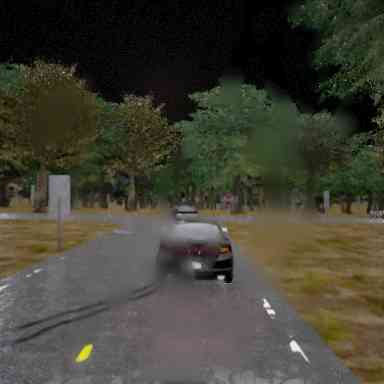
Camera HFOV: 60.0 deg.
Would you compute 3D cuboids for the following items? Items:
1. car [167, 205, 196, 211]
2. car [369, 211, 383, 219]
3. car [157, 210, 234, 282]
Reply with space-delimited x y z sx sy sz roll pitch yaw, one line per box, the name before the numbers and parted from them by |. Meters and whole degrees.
car | -0.668 1.692 23.819 2.128 1.511 4.902 0 -1 -10
car | 23.424 2.601 39.093 4.718 1.301 1.895 2 0 -12
car | 0.084 1.530 9.966 1.882 1.535 5.008 0 0 0
